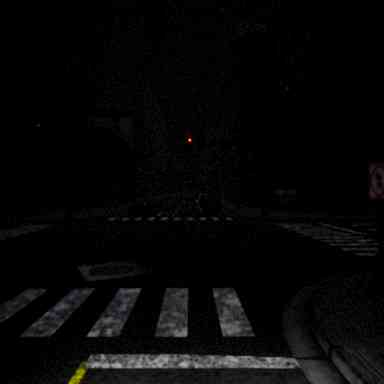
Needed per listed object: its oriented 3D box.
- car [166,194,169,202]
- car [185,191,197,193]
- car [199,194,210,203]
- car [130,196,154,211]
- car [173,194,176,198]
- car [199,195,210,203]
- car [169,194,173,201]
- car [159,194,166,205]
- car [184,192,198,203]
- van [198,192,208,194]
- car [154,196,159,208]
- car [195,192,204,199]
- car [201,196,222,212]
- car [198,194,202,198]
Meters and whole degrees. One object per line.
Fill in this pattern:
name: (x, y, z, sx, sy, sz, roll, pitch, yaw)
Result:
car: (-5.671, 1.325, 58.965, 2.008, 1.369, 4.403, 0, 0, 0)
car: (-0.267, 1.091, 74.480, 1.812, 1.442, 4.674, 0, 0, 0)
car: (2.343, 1.390, 47.936, 1.802, 1.307, 4.206, 0, 0, 0)
car: (-5.694, 1.287, 36.922, 1.967, 1.590, 4.097, 0, 0, 0)
car: (-5.648, 1.270, 81.008, 2.008, 1.369, 4.403, 0, 0, 0)
car: (2.360, 1.310, 64.467, 2.008, 1.369, 4.403, 0, 0, 0)
car: (-5.660, 1.185, 69.986, 1.967, 1.590, 4.097, 0, 0, 0)
car: (-5.677, 1.373, 53.454, 1.802, 1.307, 4.206, 0, 0, 0)
car: (-0.278, 1.265, 64.062, 1.837, 1.490, 4.892, 0, 0, 0)
van: (2.354, 1.115, 58.956, 1.690, 1.788, 3.998, 0, 0, 0)
car: (-5.688, 1.267, 42.432, 1.967, 1.590, 4.097, 0, 0, 0)
car: (2.019, 0.925, 90.911, 2.150, 2.045, 5.566, 0, 0, 0)
car: (2.331, 1.412, 36.913, 1.947, 1.339, 4.313, 0, 0, 0)
car: (2.348, 1.356, 53.446, 1.947, 1.339, 4.313, 0, 0, 0)
